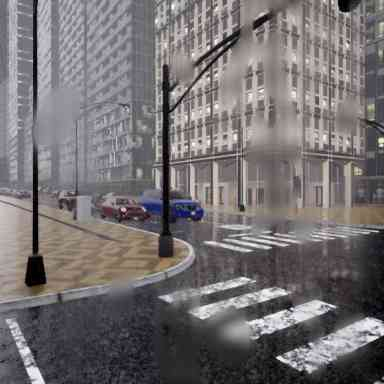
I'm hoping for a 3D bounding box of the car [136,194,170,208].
[{"bbox_3d":[-4.318,0.982,36.221,1.802,1.307,4.206,1,0,-36],"label":"car"}]

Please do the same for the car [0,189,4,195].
[{"bbox_3d":[-37.040,0.107,67.566,2.008,1.369,4.403,1,0,-36],"label":"car"}]

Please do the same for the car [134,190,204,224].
[{"bbox_3d":[-1.520,0.879,22.350,2.150,2.045,5.566,0,1,-36],"label":"car"}]

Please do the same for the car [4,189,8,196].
[{"bbox_3d":[-33.797,0.208,63.032,1.887,1.381,4.507,1,0,-36],"label":"car"}]

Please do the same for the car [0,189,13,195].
[{"bbox_3d":[-40.283,0.016,72.100,1.947,1.339,4.313,1,0,-36],"label":"car"}]

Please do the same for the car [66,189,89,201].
[{"bbox_3d":[-17.187,0.400,49.737,2.097,1.767,4.553,0,1,-36],"label":"car"}]

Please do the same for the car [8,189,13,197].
[{"bbox_3d":[-30.554,0.321,58.498,2.008,1.369,4.403,1,0,-36],"label":"car"}]

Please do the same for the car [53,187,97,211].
[{"bbox_3d":[-11.090,0.729,31.295,2.192,1.841,5.009,1,0,-36],"label":"car"}]

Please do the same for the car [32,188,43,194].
[{"bbox_3d":[-40.002,-0.213,86.112,1.947,1.339,4.313,1,0,-36],"label":"car"}]

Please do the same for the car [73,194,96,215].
[{"bbox_3d":[-7.855,1.103,26.762,1.802,1.307,4.206,1,0,-36],"label":"car"}]

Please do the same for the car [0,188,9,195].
[{"bbox_3d":[-43.526,-0.112,76.633,1.887,1.381,4.507,1,0,-36],"label":"car"}]

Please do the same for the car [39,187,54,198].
[{"bbox_3d":[-20.524,-0.004,49.075,2.097,1.767,4.553,0,1,-36],"label":"car"}]

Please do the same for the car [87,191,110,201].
[{"bbox_3d":[-14.050,0.644,49.829,1.947,1.339,4.313,1,0,-36],"label":"car"}]

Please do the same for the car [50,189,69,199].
[{"bbox_3d":[-23.132,0.329,58.050,1.882,1.535,5.008,0,1,-36],"label":"car"}]

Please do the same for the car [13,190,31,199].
[{"bbox_3d":[-27.311,0.422,53.965,1.887,1.381,4.507,1,0,-36],"label":"car"}]

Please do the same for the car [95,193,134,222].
[{"bbox_3d":[-4.608,1.069,22.228,1.967,1.590,4.097,1,0,-36],"label":"car"}]
